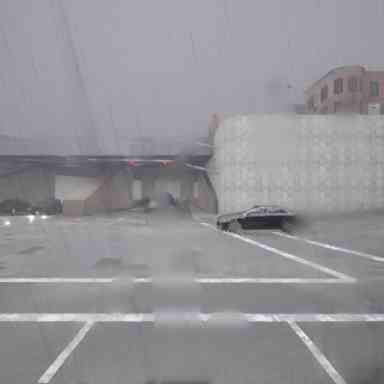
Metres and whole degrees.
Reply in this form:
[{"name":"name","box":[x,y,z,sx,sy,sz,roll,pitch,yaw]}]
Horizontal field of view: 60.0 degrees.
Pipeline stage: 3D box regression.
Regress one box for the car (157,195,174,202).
[{"name":"car","box":[-5.976,1.500,75.461,1.837,1.490,4.892,0,0,24]}]

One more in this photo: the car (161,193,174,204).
[{"name":"car","box":[-4.734,1.223,63.583,2.150,2.045,5.566,0,0,2]}]

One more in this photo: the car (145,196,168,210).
[{"name":"car","box":[-4.419,1.525,42.088,1.812,1.442,4.674,0,0,-2]}]

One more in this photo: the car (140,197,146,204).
[{"name":"car","box":[-8.318,1.547,62.046,2.033,1.411,5.357,0,0,2]}]

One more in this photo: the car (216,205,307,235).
[{"name":"car","box":[3.817,1.496,18.469,4.902,1.511,2.128,-1,0,5]}]

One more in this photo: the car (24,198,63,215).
[{"name":"car","box":[-14.881,1.547,34.484,2.033,1.411,5.357,0,0,-2]}]

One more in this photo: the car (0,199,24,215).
[{"name":"car","box":[-18.369,1.478,34.074,1.882,1.535,5.008,0,0,-1]}]

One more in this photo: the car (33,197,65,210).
[{"name":"car","box":[-18.624,1.491,43.500,2.128,1.511,4.902,0,0,-1]}]
